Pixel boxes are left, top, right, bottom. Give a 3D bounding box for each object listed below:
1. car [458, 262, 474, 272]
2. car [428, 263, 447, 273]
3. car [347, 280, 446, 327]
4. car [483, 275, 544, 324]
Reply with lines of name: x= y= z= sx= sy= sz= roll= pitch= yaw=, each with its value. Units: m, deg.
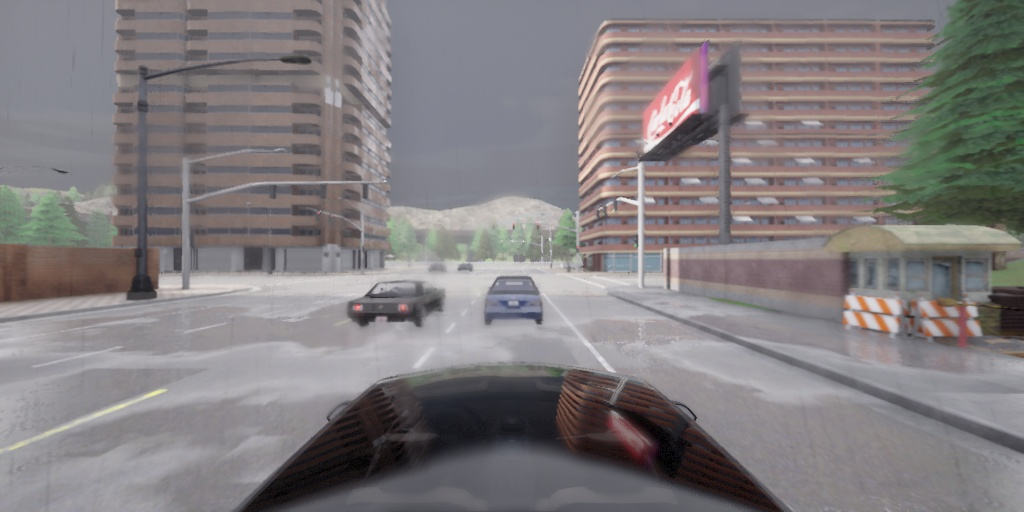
car: x=-7.027 y=1.662 z=54.677 sx=1.994 sy=1.385 sz=4.181 roll=0 pitch=0 yaw=1
car: x=-10.550 y=1.635 z=50.877 sx=1.994 sy=1.385 sz=4.181 roll=0 pitch=0 yaw=1
car: x=-3.438 y=1.417 z=11.728 sx=1.895 sy=1.301 sz=4.718 roll=0 pitch=0 yaw=0
car: x=0.067 y=1.367 z=12.320 sx=2.033 sy=1.411 sz=5.357 roll=0 pitch=0 yaw=0
